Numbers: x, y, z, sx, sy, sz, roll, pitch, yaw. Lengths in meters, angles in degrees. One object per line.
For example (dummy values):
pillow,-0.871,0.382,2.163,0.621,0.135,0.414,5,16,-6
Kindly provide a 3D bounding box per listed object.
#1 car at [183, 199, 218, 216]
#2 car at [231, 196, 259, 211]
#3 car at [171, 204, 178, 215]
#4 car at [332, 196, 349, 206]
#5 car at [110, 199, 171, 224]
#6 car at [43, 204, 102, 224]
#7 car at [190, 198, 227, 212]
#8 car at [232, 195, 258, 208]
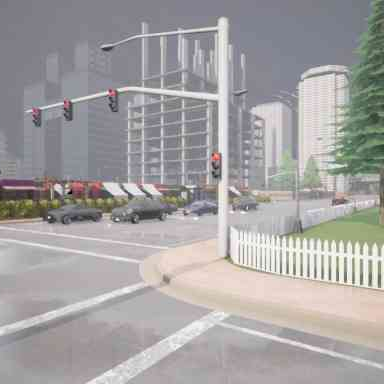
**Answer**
car,0.959,1.526,32.484,1.812,1.442,4.674,0,0,34
car,6.587,1.505,40.815,1.837,1.490,4.892,0,0,34
car,-3.524,1.547,32.122,2.033,1.411,5.357,0,0,34
car,23.981,1.478,53.722,1.882,1.535,5.008,0,0,34
car,-3.986,1.352,25.185,2.097,1.767,4.553,0,0,34
car,-8.699,1.564,24.463,1.994,1.385,4.181,0,0,34
car,2.114,1.547,40.463,2.033,1.411,5.357,0,0,34
car,7.809,1.352,48.821,2.097,1.767,4.553,0,0,34
